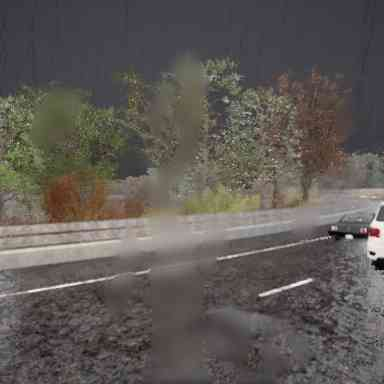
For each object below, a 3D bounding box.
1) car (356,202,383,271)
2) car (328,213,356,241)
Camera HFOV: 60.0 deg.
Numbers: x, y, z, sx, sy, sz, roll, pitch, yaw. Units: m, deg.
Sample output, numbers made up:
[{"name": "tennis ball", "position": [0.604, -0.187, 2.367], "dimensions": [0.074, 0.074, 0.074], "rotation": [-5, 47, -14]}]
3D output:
[{"name": "car", "position": [7.224, 1.220, 9.889], "dimensions": [5.566, 2.045, 2.150], "rotation": [0, 0, -41]}, {"name": "car", "position": [8.278, 1.611, 15.634], "dimensions": [4.718, 1.301, 1.895], "rotation": [0, 0, -44]}]
